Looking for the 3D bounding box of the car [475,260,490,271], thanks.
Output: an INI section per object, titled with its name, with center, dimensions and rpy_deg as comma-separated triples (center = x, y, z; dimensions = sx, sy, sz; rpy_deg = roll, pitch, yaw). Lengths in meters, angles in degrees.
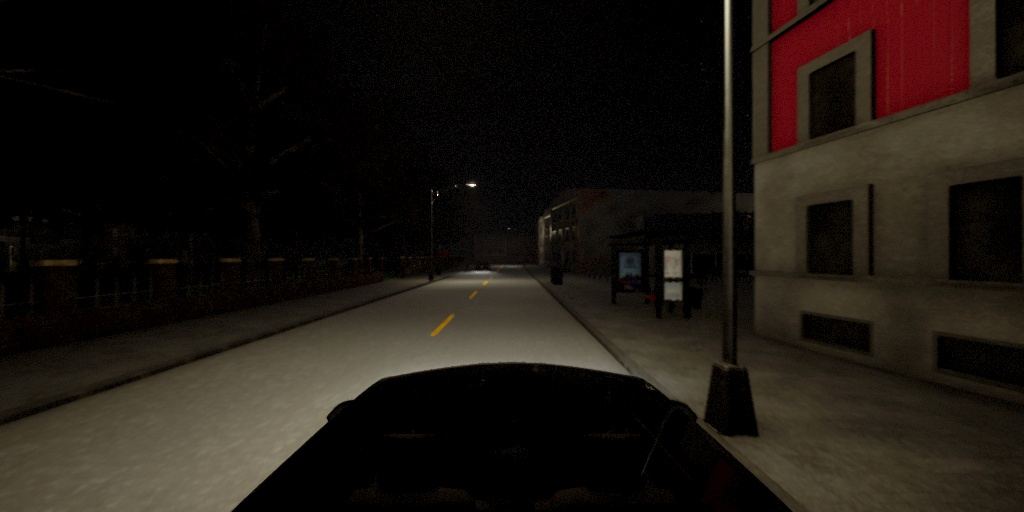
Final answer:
[car]
center = -4.086, 1.306, 50.776
dimensions = 2.128, 1.511, 4.902
rpy_deg = 0, 0, 0
